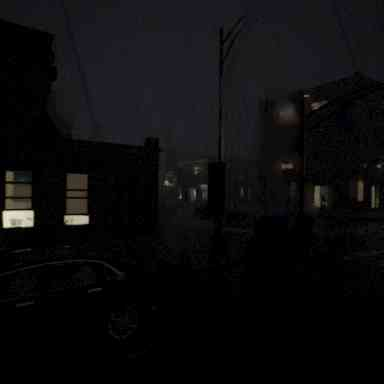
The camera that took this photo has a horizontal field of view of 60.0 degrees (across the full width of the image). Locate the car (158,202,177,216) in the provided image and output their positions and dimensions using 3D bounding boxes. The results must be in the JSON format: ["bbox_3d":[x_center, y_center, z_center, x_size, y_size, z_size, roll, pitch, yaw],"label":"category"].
[{"bbox_3d":[-3.122,1.594,32.100,1.802,1.307,4.206,0,-1,-35],"label":"car"}]

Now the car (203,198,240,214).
[{"bbox_3d":[3.329,1.550,37.952,1.967,1.590,4.097,0,-1,-35],"label":"car"}]

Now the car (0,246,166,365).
[{"bbox_3d":[-2.478,1.546,4.775,4.403,1.369,2.008,-1,1,-35],"label":"car"}]

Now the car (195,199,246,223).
[{"bbox_3d":[2.035,1.480,24.723,1.887,1.381,4.507,0,-1,-35],"label":"car"}]
